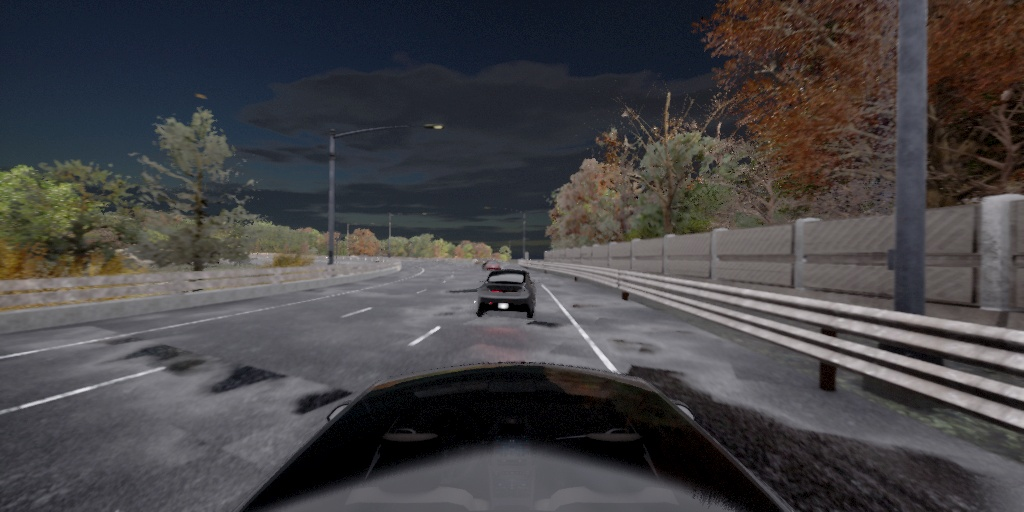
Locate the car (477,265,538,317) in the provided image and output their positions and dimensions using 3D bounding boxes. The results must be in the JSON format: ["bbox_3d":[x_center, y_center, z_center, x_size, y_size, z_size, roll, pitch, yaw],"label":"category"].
[{"bbox_3d":[-0.082,1.249,13.157,1.837,1.490,4.892,1,0,4],"label":"car"}]

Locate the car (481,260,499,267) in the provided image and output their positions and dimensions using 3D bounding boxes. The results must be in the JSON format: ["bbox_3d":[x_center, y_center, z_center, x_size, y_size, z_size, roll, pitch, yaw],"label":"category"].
[{"bbox_3d":[-2.847,1.260,47.689,1.994,1.385,4.181,1,0,-13],"label":"car"}]
